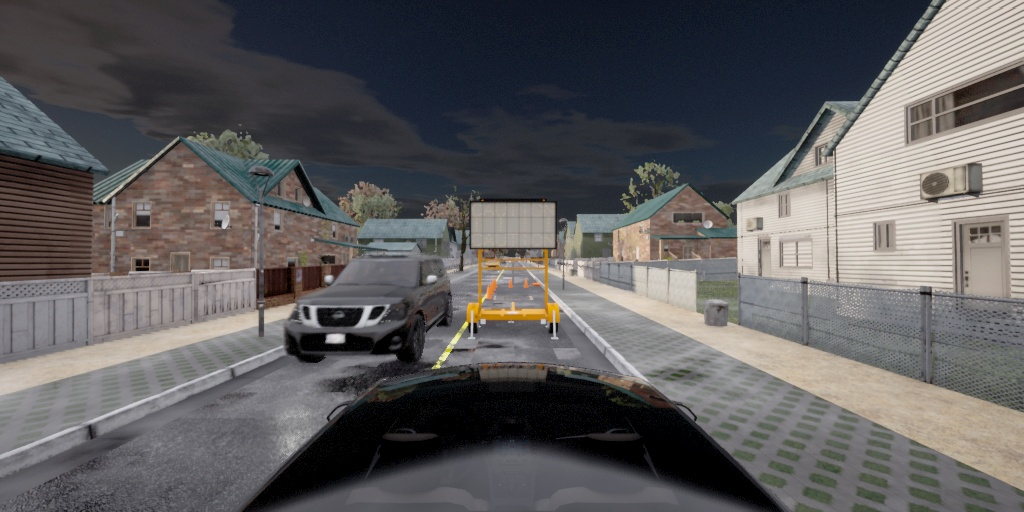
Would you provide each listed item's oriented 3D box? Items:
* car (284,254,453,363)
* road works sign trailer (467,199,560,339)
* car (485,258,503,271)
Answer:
[{"bbox_3d":[-2.823,0.974,8.518,2.150,2.045,5.566,0,0,0],"label":"car"},{"bbox_3d":[0.032,0.217,10.018,2.380,3.560,2.880,0,0,0],"label":"road works sign trailer"},{"bbox_3d":[-2.682,1.229,49.737,1.882,1.535,5.008,0,0,0],"label":"car"}]
